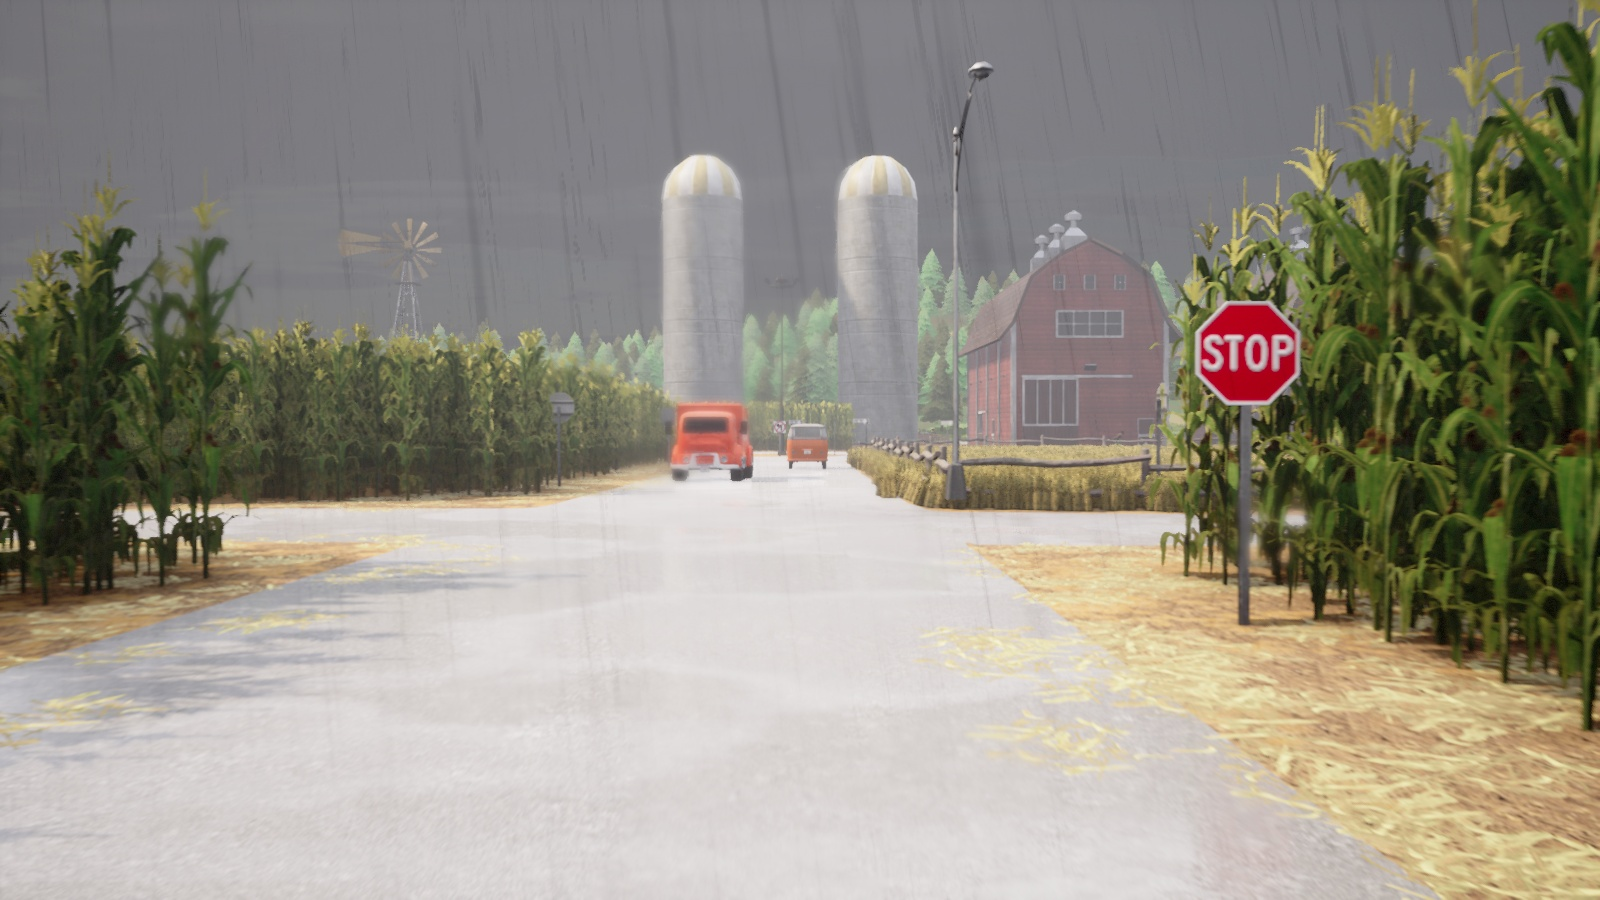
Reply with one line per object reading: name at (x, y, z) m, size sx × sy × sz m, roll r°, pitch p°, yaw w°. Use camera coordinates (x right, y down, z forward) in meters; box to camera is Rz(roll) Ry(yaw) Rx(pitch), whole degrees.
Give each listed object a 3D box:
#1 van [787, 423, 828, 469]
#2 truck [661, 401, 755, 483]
van at (0.333, -0.199, 55.858) m, size 1.775 × 1.987 × 4.442 m, roll 0°, pitch 1°, yaw 0°
truck at (-2.855, -0.273, 40.357) m, size 2.627 × 2.467 × 5.204 m, roll 0°, pitch 1°, yaw 0°
